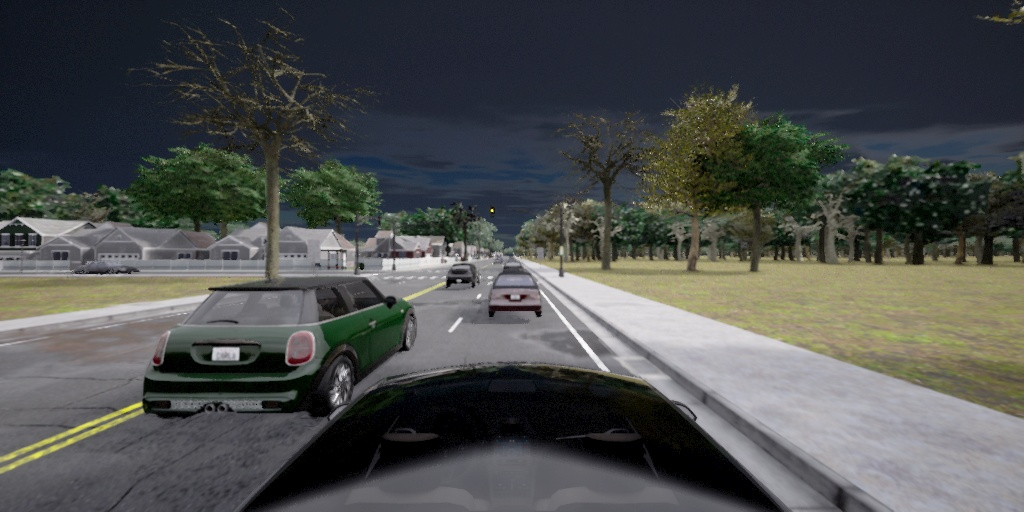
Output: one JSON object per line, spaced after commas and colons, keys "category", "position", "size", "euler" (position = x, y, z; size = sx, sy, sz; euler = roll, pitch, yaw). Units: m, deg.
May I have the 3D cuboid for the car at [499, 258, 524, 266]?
{"category": "car", "position": [0.093, 1.199, 32.153], "size": [1.882, 1.535, 5.008], "euler": [0, 0, 0]}

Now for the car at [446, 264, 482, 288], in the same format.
{"category": "car", "position": [-3.153, 1.235, 23.741], "size": [1.837, 1.490, 4.892], "euler": [0, 0, 0]}

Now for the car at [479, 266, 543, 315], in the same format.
{"category": "car", "position": [0.099, 1.288, 13.364], "size": [2.033, 1.411, 5.357], "euler": [0, 0, 0]}

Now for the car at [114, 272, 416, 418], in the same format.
{"category": "car", "position": [-3.149, 1.098, 6.074], "size": [2.097, 1.767, 4.553], "euler": [0, 0, 0]}

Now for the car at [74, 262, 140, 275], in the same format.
{"category": "car", "position": [-42.320, 1.331, 37.482], "size": [5.357, 1.411, 2.033], "euler": [0, 0, 1]}
